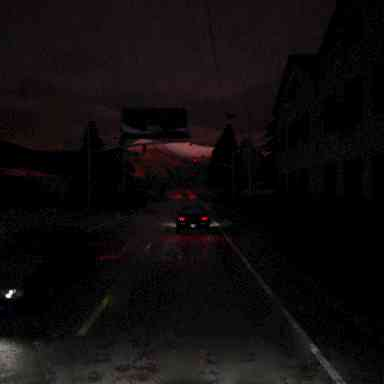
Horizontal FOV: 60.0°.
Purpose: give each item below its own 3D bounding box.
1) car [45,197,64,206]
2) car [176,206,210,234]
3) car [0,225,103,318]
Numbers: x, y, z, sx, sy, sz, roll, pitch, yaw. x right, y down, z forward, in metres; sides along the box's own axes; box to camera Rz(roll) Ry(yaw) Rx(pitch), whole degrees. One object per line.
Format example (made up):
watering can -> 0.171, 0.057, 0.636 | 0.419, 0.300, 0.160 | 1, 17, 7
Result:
car -> -22.329, 1.625, 56.092 | 4.611, 1.667, 2.242 | 0, 0, 0
car -> 0.048, 1.506, 19.097 | 1.812, 1.442, 4.674 | 0, 0, 0
car -> -3.601, 1.541, 7.880 | 2.033, 1.411, 5.357 | 0, 0, 0
